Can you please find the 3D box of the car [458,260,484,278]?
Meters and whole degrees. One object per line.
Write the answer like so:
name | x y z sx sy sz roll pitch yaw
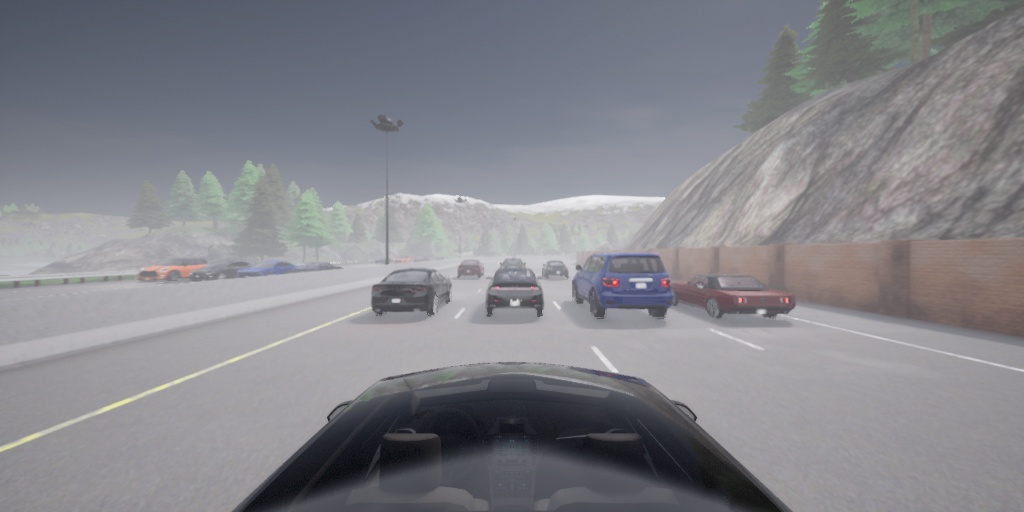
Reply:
car | -3.422 1.037 30.556 1.882 1.535 5.008 0 0 0

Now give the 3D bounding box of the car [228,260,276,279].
car | -17.615 1.070 26.181 1.882 1.535 5.008 0 0 0

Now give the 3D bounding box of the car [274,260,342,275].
car | -14.117 1.142 25.701 2.033 1.411 5.357 0 0 0

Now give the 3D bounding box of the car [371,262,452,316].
car | -3.411 1.153 13.037 1.882 1.535 5.008 0 0 0

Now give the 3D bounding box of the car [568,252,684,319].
car | 3.591 0.898 12.652 2.150 2.045 5.566 0 0 0

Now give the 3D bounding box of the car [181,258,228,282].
car | -21.114 1.096 26.471 1.837 1.490 4.892 0 0 0

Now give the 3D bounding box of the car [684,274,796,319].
car | 7.091 1.278 12.401 1.895 1.301 4.718 0 0 0

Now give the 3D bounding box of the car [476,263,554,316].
car | 0.089 1.167 12.947 2.128 1.511 4.902 0 0 0

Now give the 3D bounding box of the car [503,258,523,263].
car | 0.078 0.923 28.726 2.097 1.767 4.553 0 0 0

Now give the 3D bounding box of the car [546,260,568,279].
car | 3.578 1.087 30.027 1.812 1.442 4.674 0 0 0

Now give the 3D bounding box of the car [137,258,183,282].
car | -24.614 0.944 26.436 2.097 1.767 4.553 0 0 0
